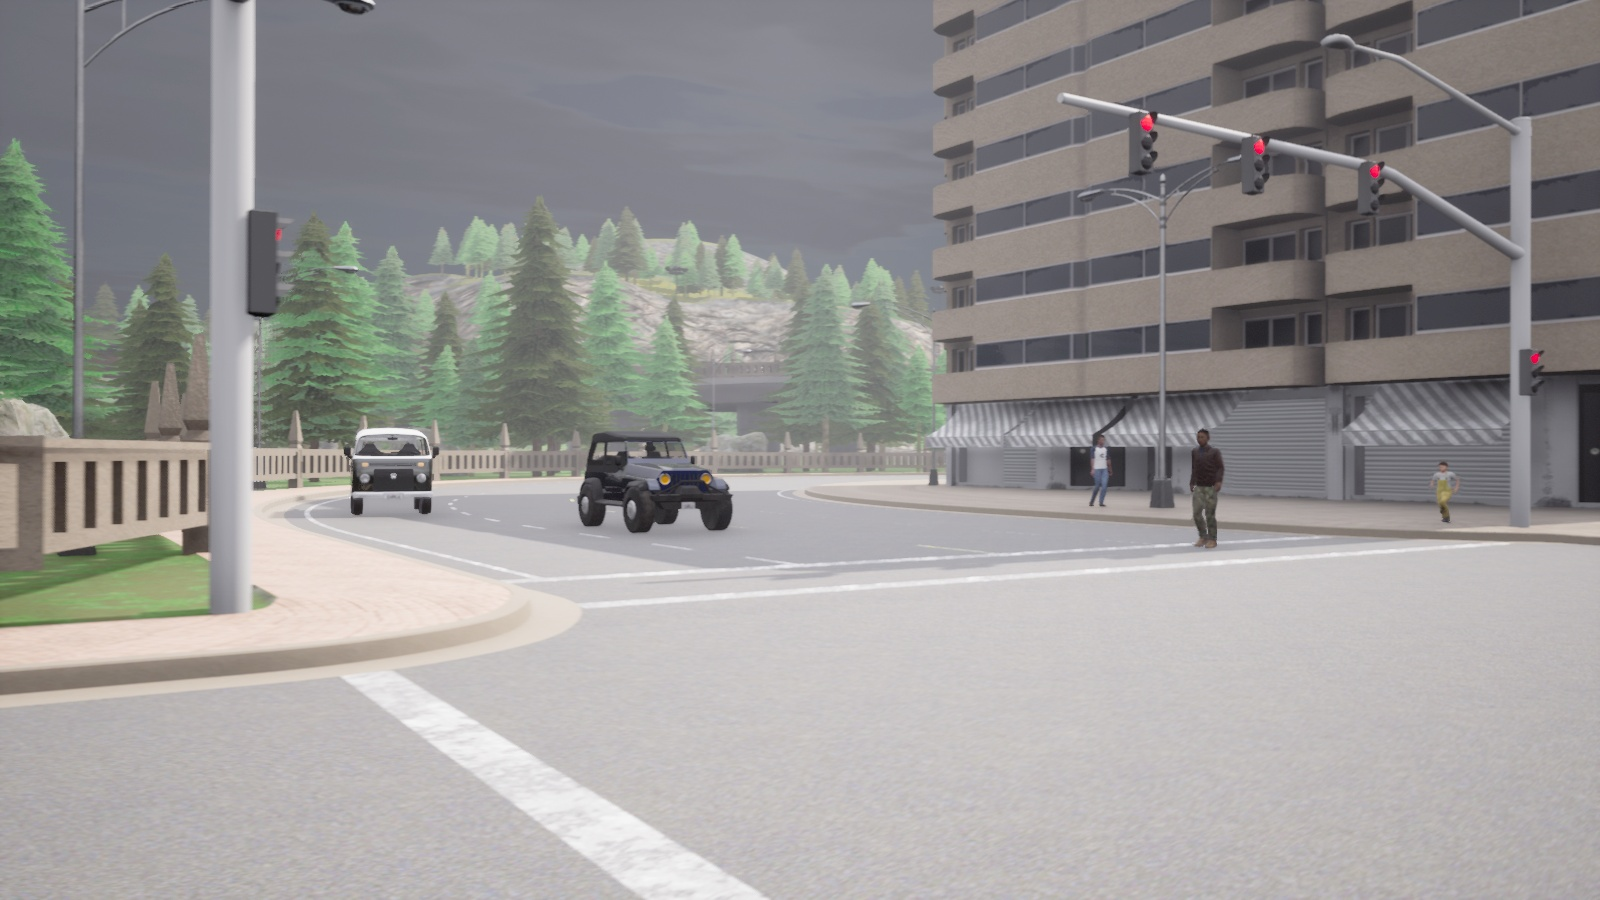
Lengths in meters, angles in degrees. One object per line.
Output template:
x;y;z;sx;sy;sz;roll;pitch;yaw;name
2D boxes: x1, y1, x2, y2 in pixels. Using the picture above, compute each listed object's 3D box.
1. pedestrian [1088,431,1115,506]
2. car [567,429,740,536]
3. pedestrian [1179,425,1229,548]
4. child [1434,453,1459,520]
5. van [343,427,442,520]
7.452;0.444;31.052;0.354;1.836;0.706;0;0;-15;pedestrian
-2.893;0.572;24.156;1.905;1.878;3.866;0;0;-30;car
6.156;0.545;19.115;0.703;1.840;0.431;0;0;-42;pedestrian
12.306;0.696;23.904;0.437;1.263;0.270;0;0;-38;child
-9.783;0.524;29.936;2.069;2.038;4.480;0;0;-20;van
